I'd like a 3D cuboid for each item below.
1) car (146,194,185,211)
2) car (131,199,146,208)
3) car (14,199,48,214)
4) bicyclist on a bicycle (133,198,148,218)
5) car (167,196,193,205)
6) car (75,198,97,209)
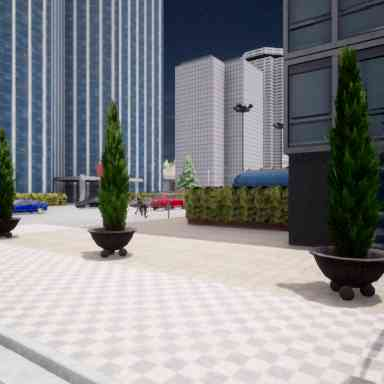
[{"bbox_3d":[-2.734,1.221,41.366,2.150,2.045,5.566,0,0,35],"label":"car"},{"bbox_3d":[-6.978,1.600,47.831,1.895,1.301,4.718,0,0,35],"label":"car"},{"bbox_3d":[-17.104,1.477,33.409,1.882,1.535,5.008,0,0,35],"label":"car"},{"bbox_3d":[-4.129,1.301,26.687,1.656,1.620,0.582,0,0,35],"label":"bicyclist on a bicycle"},{"bbox_3d":[-2.110,1.546,60.718,2.033,1.411,5.357,0,0,35],"label":"car"},{"bbox_3d":[-13.355,1.477,44.846,1.882,1.535,5.008,0,0,35],"label":"car"}]
